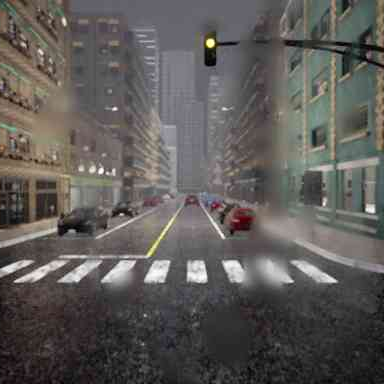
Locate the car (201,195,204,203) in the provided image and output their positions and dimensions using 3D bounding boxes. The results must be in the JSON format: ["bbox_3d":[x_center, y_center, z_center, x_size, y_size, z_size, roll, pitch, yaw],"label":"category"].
[{"bbox_3d":[2.694,1.357,45.539,1.947,1.339,4.313,0,0,0],"label":"car"}]

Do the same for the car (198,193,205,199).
[{"bbox_3d":[2.705,1.141,95.249,2.008,1.369,4.403,-1,0,0],"label":"car"}]

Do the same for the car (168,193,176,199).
[{"bbox_3d":[-5.676,1.136,95.264,1.887,1.381,4.507,-1,0,0],"label":"car"}]

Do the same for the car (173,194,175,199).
[{"bbox_3d":[-5.677,1.178,89.740,1.947,1.339,4.313,0,0,0],"label":"car"}]

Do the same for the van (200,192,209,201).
[{"bbox_3d":[2.698,1.018,73.155,1.690,1.788,3.998,-1,0,0],"label":"van"}]

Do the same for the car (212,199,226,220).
[{"bbox_3d":[2.689,1.455,23.445,1.947,1.339,4.313,0,0,0],"label":"car"}]

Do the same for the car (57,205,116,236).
[{"bbox_3d":[-5.693,1.480,17.936,1.947,1.339,4.313,0,0,0],"label":"car"}]

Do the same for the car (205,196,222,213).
[{"bbox_3d":[2.691,1.384,34.492,1.887,1.381,4.507,0,0,0],"label":"car"}]

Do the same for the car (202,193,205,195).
[{"bbox_3d":[2.697,1.246,62.278,1.752,1.417,4.829,-1,0,0],"label":"car"}]

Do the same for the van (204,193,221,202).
[{"bbox_3d":[2.691,1.156,40.014,1.690,1.788,3.998,0,0,0],"label":"van"}]

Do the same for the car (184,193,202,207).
[{"bbox_3d":[0.009,1.136,47.347,2.097,1.767,4.553,0,0,0],"label":"car"}]

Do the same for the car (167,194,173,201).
[{"bbox_3d":[-5.682,1.204,73.000,1.752,1.417,4.829,0,0,0],"label":"car"}]

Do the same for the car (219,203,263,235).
[{"bbox_3d":[2.688,1.496,17.922,1.802,1.307,4.206,0,0,0],"label":"car"}]

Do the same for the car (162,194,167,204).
[{"bbox_3d":[-5.684,1.327,56.600,1.802,1.307,4.206,0,0,0],"label":"car"}]

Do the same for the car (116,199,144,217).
[{"bbox_3d":[-5.691,1.430,28.983,1.947,1.339,4.313,0,0,0],"label":"car"}]

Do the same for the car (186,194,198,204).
[{"bbox_3d":[0.013,1.219,57.384,1.882,1.535,5.008,0,0,0],"label":"car"}]

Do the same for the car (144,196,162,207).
[{"bbox_3d":[-5.687,1.337,45.553,1.887,1.381,4.507,0,0,0],"label":"car"}]
